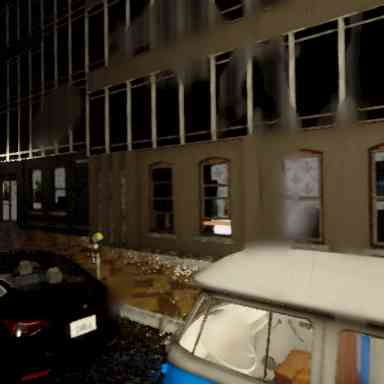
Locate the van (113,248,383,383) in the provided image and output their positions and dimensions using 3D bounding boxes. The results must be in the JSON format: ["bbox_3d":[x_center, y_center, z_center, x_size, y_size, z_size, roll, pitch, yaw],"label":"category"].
[{"bbox_3d":[1.599,1.343,1.757,3.998,1.788,1.690,0,-1,36],"label":"van"}]

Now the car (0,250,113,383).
[{"bbox_3d":[-2.920,1.545,4.976,4.313,1.339,1.947,0,-1,36],"label":"car"}]
